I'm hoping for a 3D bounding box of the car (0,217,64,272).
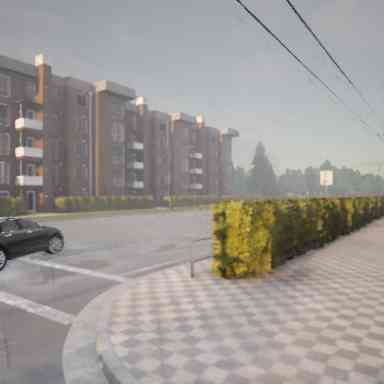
[{"bbox_3d":[-6.202,1.581,11.065,1.837,1.490,4.892,-3,-1,10],"label":"car"}]
